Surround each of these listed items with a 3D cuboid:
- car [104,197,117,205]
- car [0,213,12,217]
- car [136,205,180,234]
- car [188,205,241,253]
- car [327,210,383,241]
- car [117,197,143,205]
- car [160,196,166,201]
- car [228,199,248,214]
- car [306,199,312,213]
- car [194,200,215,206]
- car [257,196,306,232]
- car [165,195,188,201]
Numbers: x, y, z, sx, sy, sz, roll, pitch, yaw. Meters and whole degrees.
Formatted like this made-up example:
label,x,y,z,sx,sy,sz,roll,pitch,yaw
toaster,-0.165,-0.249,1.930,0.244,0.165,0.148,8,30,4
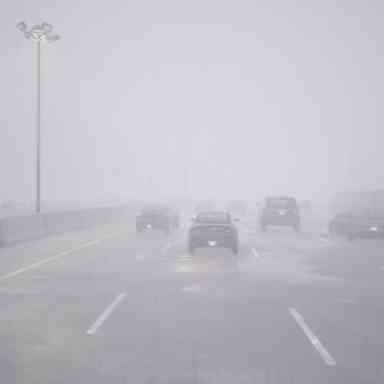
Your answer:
label,x,y,z,sx,sy,sz,roll,pitch,yaw
car,-13.592,1.589,59.747,2.033,1.411,5.357,0,0,21
car,-12.753,1.595,19.286,1.895,1.301,4.718,0,0,7
car,-1.892,1.525,19.636,1.837,1.490,4.892,0,0,8
car,0.943,1.524,13.906,1.837,1.490,4.892,0,0,6
car,8.300,1.604,16.733,1.994,1.385,4.181,0,0,7
car,-10.528,1.648,57.901,1.895,1.301,4.718,0,0,20
car,-4.430,1.421,63.878,2.097,1.767,4.553,0,0,23
car,5.054,1.562,36.814,1.837,1.490,4.892,0,0,14
car,12.616,1.581,38.008,1.837,1.490,4.892,0,0,15
car,1.468,1.575,37.002,1.812,1.442,4.674,0,0,14
car,5.313,1.260,20.796,2.150,2.045,5.566,0,0,8
car,-2.297,1.560,59.824,2.128,1.511,4.902,0,0,22
